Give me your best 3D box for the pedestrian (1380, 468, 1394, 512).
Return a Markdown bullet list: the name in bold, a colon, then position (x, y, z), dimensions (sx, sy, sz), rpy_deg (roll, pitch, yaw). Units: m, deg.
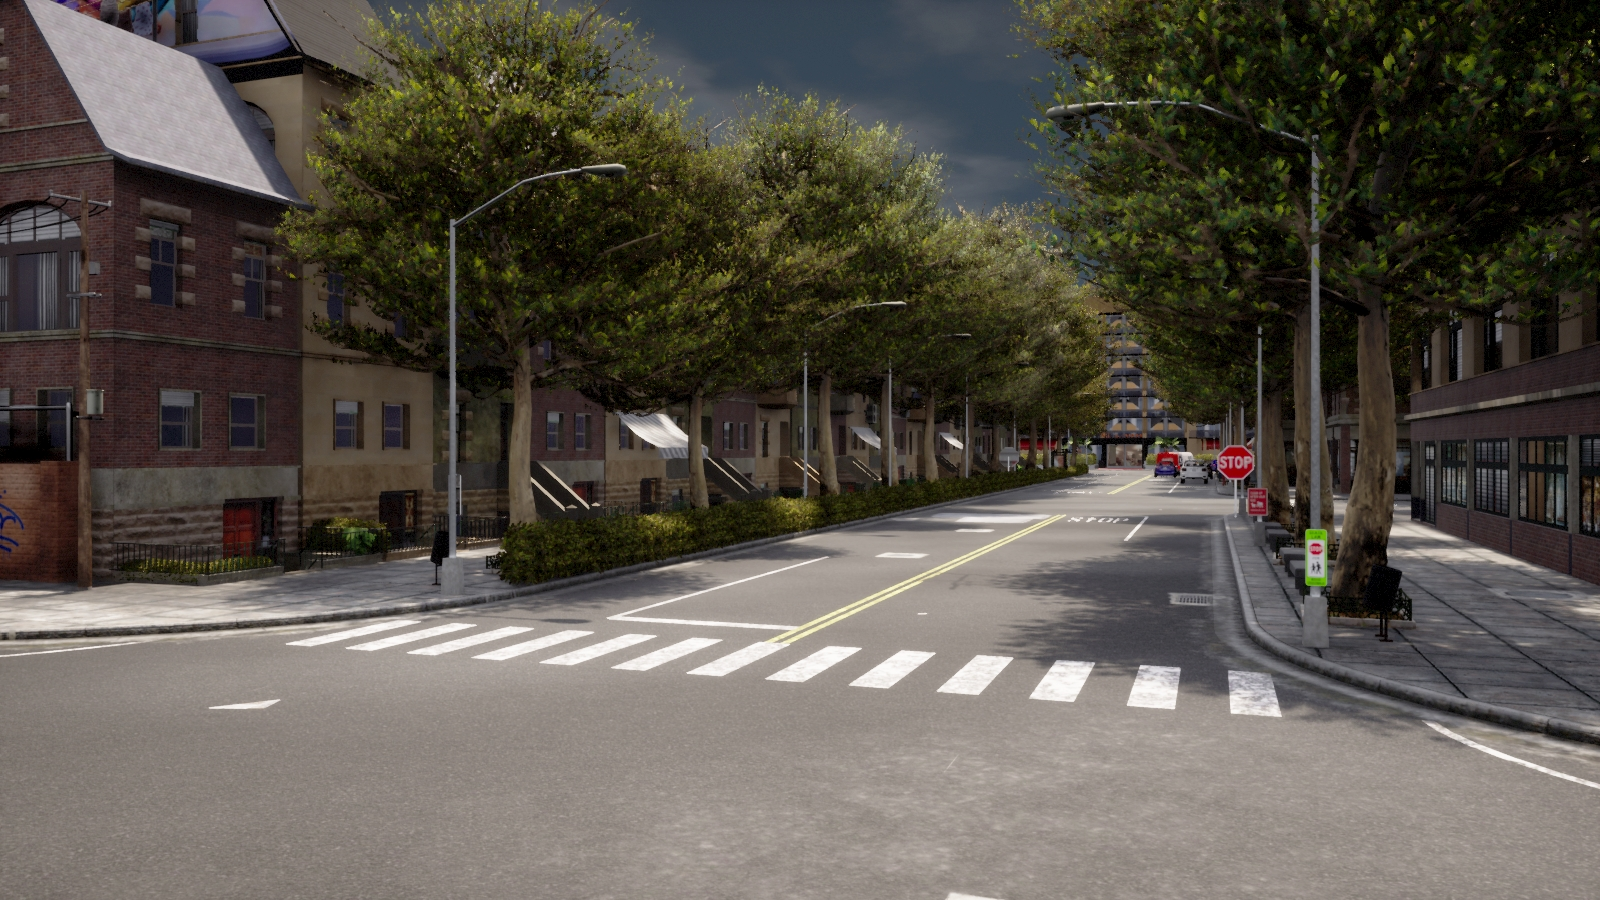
- **pedestrian**: position (25.036, 1.694, 48.722), dimensions (0.375, 1.860, 0.375), rpy_deg (0, 0, -37)
